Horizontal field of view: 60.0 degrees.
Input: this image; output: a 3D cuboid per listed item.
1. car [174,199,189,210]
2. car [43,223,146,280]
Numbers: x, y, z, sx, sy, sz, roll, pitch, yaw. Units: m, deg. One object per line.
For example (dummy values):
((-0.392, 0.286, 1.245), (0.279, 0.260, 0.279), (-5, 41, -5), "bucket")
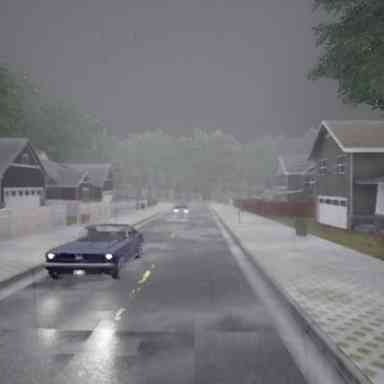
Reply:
((-1.594, 1.929, 51.699), (1.837, 1.490, 4.892), (0, 0, 2), "car")
((-2.726, 1.683, 10.355), (1.895, 1.301, 4.718), (0, 0, 1), "car")
